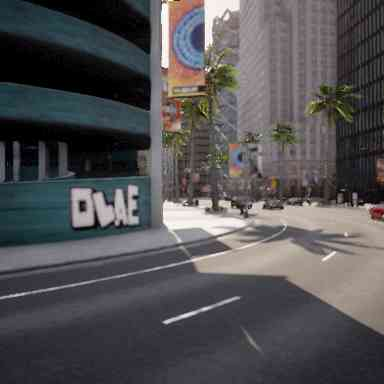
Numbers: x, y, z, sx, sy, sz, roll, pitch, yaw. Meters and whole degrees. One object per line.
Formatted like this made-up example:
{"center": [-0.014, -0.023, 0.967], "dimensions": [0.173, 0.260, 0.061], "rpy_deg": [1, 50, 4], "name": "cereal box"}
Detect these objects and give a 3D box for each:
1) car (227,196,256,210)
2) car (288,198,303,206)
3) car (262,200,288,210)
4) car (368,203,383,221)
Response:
{"center": [7.534, 1.578, 50.841], "dimensions": [2.150, 2.045, 5.566], "rpy_deg": [0, -1, -7], "name": "car"}
{"center": [19.547, 1.878, 63.804], "dimensions": [2.231, 1.521, 4.892], "rpy_deg": [0, 0, -8], "name": "car"}
{"center": [11.531, 1.872, 47.280], "dimensions": [1.994, 1.385, 4.181], "rpy_deg": [0, 0, -7], "name": "car"}
{"center": [16.240, 1.613, 27.377], "dimensions": [1.882, 1.535, 5.008], "rpy_deg": [0, 0, 8], "name": "car"}
